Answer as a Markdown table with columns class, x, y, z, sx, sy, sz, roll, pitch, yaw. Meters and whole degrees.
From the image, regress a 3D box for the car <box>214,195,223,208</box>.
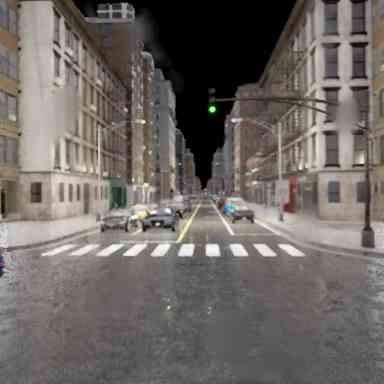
| class | x | y | z | sx | sy | sz | roll | pitch | yaw |
| --- | --- | --- | --- | --- | --- | --- | --- | --- | --- |
| car | 4.719 | 1.494 | 47.541 | 2.192 | 1.841 | 5.009 | 0 | 0 | 2 |

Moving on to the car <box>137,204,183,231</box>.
| class | x | y | z | sx | sy | sz | roll | pitch | yaw |
| --- | --- | --- | --- | --- | --- | --- | --- | --- | --- |
| car | -1.893 | 1.670 | 21.096 | 1.994 | 1.385 | 4.181 | 0 | 0 | 3 |

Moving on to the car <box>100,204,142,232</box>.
| class | x | y | z | sx | sy | sz | roll | pitch | yaw |
| --- | --- | --- | --- | --- | --- | --- | --- | --- | --- |
| car | -4.435 | 1.672 | 20.866 | 2.008 | 1.369 | 4.403 | 0 | 0 | 2 |

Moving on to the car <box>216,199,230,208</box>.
| class | x | y | z | sx | sy | sz | roll | pitch | yaw |
| --- | --- | --- | --- | --- | --- | --- | --- | --- | --- |
| car | 4.947 | 1.768 | 52.941 | 1.947 | 1.339 | 4.313 | 0 | 0 | 2 |

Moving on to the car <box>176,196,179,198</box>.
| class | x | y | z | sx | sy | sz | roll | pitch | yaw |
| --- | --- | --- | --- | --- | --- | --- | --- | --- | --- |
| car | -3.340 | 1.757 | 47.704 | 1.752 | 1.417 | 4.829 | 0 | 0 | 2 |

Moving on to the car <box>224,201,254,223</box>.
| class | x | y | z | sx | sy | sz | roll | pitch | yaw |
| --- | --- | --- | --- | --- | --- | --- | --- | --- | --- |
| car | 3.813 | 1.641 | 25.934 | 2.008 | 1.369 | 4.403 | 0 | 0 | 2 |

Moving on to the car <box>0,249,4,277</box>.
| class | x | y | z | sx | sy | sz | roll | pitch | yaw |
| --- | --- | --- | --- | --- | --- | --- | --- | --- | --- |
| car | -6.698 | 1.583 | 8.368 | 4.674 | 1.442 | 1.812 | 0 | -1 | 29 |

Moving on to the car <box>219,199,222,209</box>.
| class | x | y | z | sx | sy | sz | roll | pitch | yaw |
| --- | --- | --- | --- | --- | --- | --- | --- | --- | --- |
| car | 4.267 | 1.717 | 36.737 | 1.802 | 1.307 | 4.206 | 0 | 0 | 2 |

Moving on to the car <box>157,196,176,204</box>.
| class | x | y | z | sx | sy | sz | roll | pitch | yaw |
| --- | --- | --- | --- | --- | --- | --- | --- | --- | --- |
| car | -3.554 | 1.650 | 42.473 | 1.967 | 1.590 | 4.097 | 0 | 0 | 2 |

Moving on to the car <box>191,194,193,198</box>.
| class | x | y | z | sx | sy | sz | roll | pitch | yaw |
| --- | --- | --- | --- | --- | --- | --- | --- | --- | --- |
| car | -1.570 | 1.726 | 91.089 | 2.192 | 1.841 | 5.009 | 0 | 0 | 2 |

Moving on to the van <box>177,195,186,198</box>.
| class | x | y | z | sx | sy | sz | roll | pitch | yaw |
| --- | --- | --- | --- | --- | --- | --- | --- | --- | --- |
| van | -2.673 | 1.641 | 64.080 | 1.690 | 1.788 | 3.998 | 0 | 0 | 2 |

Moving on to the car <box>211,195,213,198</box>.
| class | x | y | z | sx | sy | sz | roll | pitch | yaw |
| --- | --- | --- | --- | --- | --- | --- | --- | --- | --- |
| car | 6.081 | 1.858 | 79.948 | 1.887 | 1.381 | 4.507 | 0 | 0 | 2 |

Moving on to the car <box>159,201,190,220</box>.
| class | x | y | z | sx | sy | sz | roll | pitch | yaw |
| --- | --- | --- | --- | --- | --- | --- | --- | --- | --- |
| car | -1.516 | 1.743 | 29.903 | 1.895 | 1.301 | 4.718 | 0 | 0 | 2 |

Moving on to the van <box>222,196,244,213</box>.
| class | x | y | z | sx | sy | sz | roll | pitch | yaw |
| --- | --- | --- | --- | --- | --- | --- | --- | --- | --- |
| van | 4.039 | 1.454 | 31.336 | 1.690 | 1.788 | 3.998 | 0 | 0 | 2 |

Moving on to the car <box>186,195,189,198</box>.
| class | x | y | z | sx | sy | sz | roll | pitch | yaw |
| --- | --- | --- | --- | --- | --- | --- | --- | --- | --- |
| car | -2.452 | 1.637 | 69.482 | 2.192 | 1.841 | 5.009 | 0 | 0 | 2 |

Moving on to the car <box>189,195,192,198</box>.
| class | x | y | z | sx | sy | sz | roll | pitch | yaw |
| --- | --- | --- | --- | --- | --- | --- | --- | --- | --- |
| car | -1.789 | 1.939 | 85.686 | 2.008 | 1.369 | 4.403 | 0 | 0 | 2 |

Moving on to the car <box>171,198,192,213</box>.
| class | x | y | z | sx | sy | sz | roll | pitch | yaw |
| --- | --- | --- | --- | --- | --- | --- | --- | --- | --- |
| car | -1.093 | 1.747 | 39.866 | 1.994 | 1.385 | 4.181 | 0 | 0 | 2 |

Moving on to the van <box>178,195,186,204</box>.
| class | x | y | z | sx | sy | sz | roll | pitch | yaw |
| --- | --- | --- | --- | --- | --- | --- | --- | --- | --- |
| van | -2.232 | 1.685 | 74.884 | 1.690 | 1.788 | 3.998 | 0 | 0 | 2 |
